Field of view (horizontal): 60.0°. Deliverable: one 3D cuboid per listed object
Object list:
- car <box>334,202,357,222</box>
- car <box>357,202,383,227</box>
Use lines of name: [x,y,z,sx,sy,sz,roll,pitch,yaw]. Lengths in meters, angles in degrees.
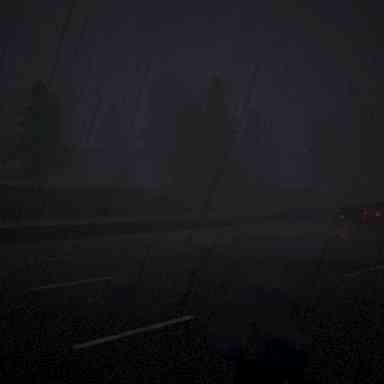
car: [13.065,1.568,25.967,4.892,1.490,1.837,0,0,-36]
car: [13.162,1.408,21.737,4.553,1.767,2.097,0,0,-36]
